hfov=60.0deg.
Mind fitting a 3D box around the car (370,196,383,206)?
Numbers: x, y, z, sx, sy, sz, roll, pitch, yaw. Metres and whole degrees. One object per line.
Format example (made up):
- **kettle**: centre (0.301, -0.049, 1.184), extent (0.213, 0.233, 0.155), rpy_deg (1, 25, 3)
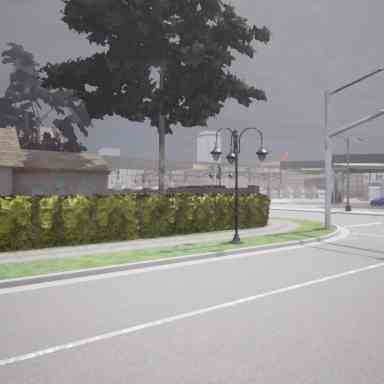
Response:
- **car**: centre (28.512, 1.295, 48.482), extent (2.242, 1.667, 4.611), rpy_deg (0, 0, -35)
